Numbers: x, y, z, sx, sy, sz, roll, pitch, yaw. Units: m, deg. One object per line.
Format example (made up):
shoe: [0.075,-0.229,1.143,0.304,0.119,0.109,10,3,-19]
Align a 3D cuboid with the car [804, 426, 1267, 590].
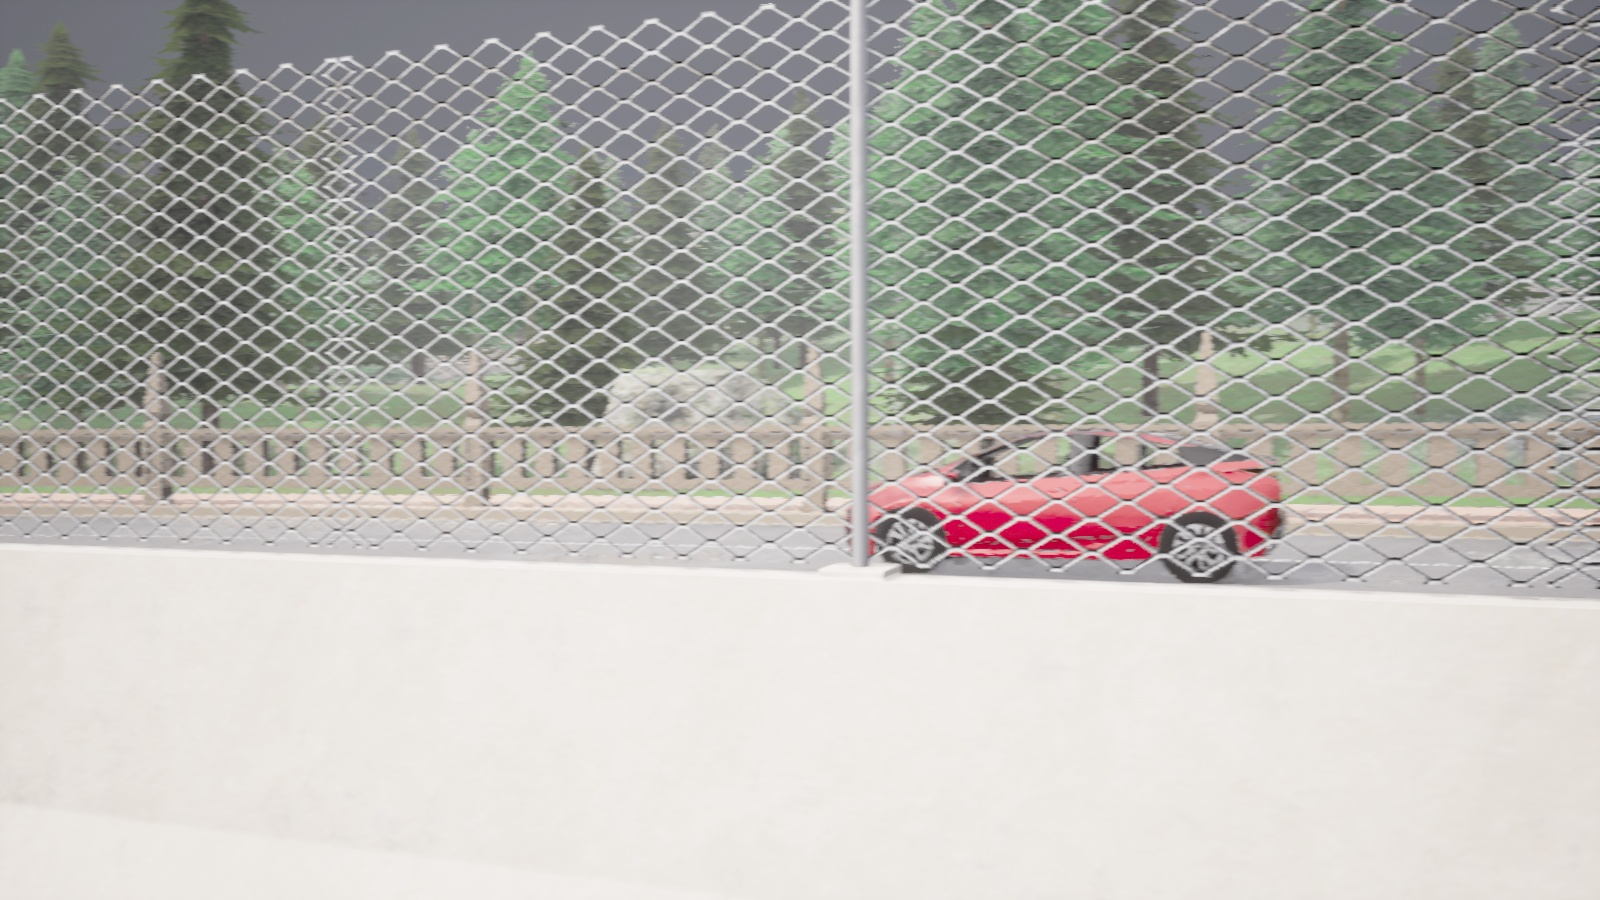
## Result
car: [2.503,0.512,13.363,4.514,1.525,2.007,1,1,17]
